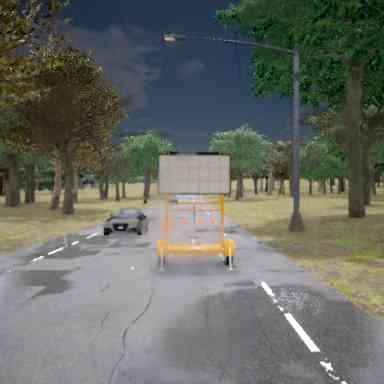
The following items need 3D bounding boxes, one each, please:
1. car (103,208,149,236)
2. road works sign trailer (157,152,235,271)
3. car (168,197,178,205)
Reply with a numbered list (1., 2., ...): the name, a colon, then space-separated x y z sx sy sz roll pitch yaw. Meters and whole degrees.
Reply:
1. car: -3.585 1.615 18.678 1.994 1.385 4.181 0 0 0
2. road works sign trailer: 0.075 0.486 11.018 2.380 3.560 2.880 0 0 -2
3. car: -3.521 1.581 59.907 1.882 1.535 5.008 0 0 0
